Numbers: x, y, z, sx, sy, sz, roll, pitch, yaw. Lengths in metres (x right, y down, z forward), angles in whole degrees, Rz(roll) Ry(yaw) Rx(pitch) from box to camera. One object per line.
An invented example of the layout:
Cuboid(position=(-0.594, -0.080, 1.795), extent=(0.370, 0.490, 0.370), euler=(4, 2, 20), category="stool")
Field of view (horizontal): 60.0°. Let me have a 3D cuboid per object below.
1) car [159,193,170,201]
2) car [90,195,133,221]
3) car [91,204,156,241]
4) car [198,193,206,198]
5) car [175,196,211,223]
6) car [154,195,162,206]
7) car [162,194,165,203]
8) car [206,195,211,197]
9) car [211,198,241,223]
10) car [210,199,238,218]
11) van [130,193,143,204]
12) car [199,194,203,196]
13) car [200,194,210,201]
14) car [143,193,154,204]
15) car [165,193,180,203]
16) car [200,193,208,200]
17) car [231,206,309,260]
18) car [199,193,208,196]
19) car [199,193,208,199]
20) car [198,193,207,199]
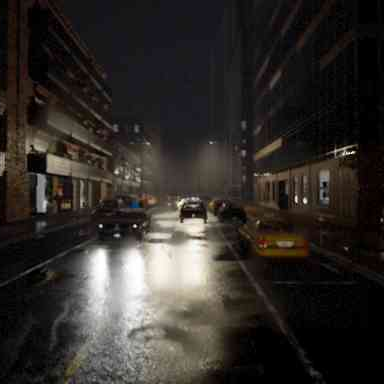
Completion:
Cuboid(position=(-5.662, 1.045, 68.623), extent=(1.752, 1.417, 4.829), euler=(1, 0, 0), category="car")
Cuboid(position=(-5.667, 1.275, 23.212), extent=(1.967, 1.590, 4.097), euler=(1, 0, 0), category="car")
Cuboid(position=(-3.096, 1.486, 16.053), extent=(1.895, 1.301, 4.718), euler=(0, 0, 0), category="car")
Cuboid(position=(2.688, 0.913, 91.458), extent=(1.887, 1.381, 4.507), euler=(1, 0, 0), category="car")
Cuboid(position=(0.105, 1.322, 24.045), extent=(2.128, 1.511, 4.902), euler=(0, 1, 0), category="car")
Cuboid(position=(-5.665, 1.201, 45.833), extent=(1.752, 1.417, 4.829), euler=(1, 0, 0), category="car")
Cuboid(position=(-5.664, 1.141, 57.397), extent=(1.887, 1.381, 4.507), euler=(1, 0, 0), category="car")
Cuboid(position=(2.680, 1.279, 34.651), extent=(1.752, 1.417, 4.829), euler=(1, 0, 0), category="car")
Cuboid(position=(2.677, 1.386, 23.086), extent=(2.008, 1.369, 4.403), euler=(1, 0, 0), category="car")
Cuboid(position=(2.678, 1.340, 28.783), extent=(1.887, 1.381, 4.507), euler=(1, 0, 0), category="car")
Cuboid(position=(-5.664, 1.135, 28.909), extent=(1.690, 1.788, 3.998), euler=(1, 0, 0), category="van")
Cuboid(position=(0.108, 1.305, 41.623), extent=(1.895, 1.301, 4.718), euler=(0, 0, 0), category="car")
Cuboid(position=(2.685, 1.064, 68.667), extent=(1.887, 1.381, 4.507), euler=(1, 0, 0), category="car")
Cuboid(position=(-5.663, 1.069, 34.606), extent=(2.192, 1.841, 5.009), euler=(1, 0, 0), category="car")
Cuboid(position=(-3.045, 0.948, 57.445), extent=(2.097, 1.767, 4.553), euler=(0, 0, 0), category="car")
Cuboid(position=(2.686, 1.005, 74.536), extent=(1.752, 1.417, 4.829), euler=(1, 0, 0), category="car")
Cuboid(position=(2.676, 1.440, 11.860), extent=(1.752, 1.417, 4.829), euler=(1, 0, 0), category="car")
Cuboid(position=(2.683, 1.140, 62.969), extent=(1.802, 1.307, 4.206), euler=(1, 0, 0), category="car")
Cuboid(position=(2.686, 0.987, 80.064), extent=(1.887, 1.381, 4.507), euler=(1, 0, 0), category="car")
Cuboid(position=(2.688, 0.956, 85.761), extent=(2.008, 1.369, 4.403), euler=(1, 0, 0), category="car")
